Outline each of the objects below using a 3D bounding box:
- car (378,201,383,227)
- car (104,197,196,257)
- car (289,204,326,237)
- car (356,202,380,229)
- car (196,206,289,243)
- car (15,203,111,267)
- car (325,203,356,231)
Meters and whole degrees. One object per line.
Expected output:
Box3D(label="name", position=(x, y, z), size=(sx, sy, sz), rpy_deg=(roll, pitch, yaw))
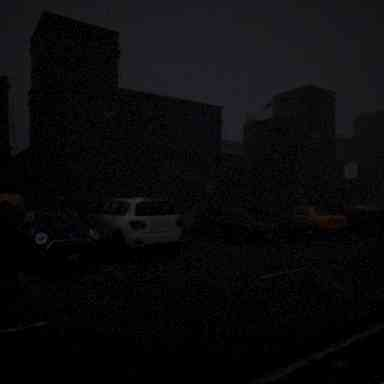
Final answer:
Box3D(label="car", position=(11.052, 1.509, 22.808), size=(2.097, 1.535, 5.008), rpy_deg=(0, 0, -35))
Box3D(label="car", position=(-2.527, 1.234, 13.344), size=(2.435, 2.045, 5.566), rpy_deg=(0, 0, -35))
Box3D(label="car", position=(4.340, 1.524, 18.074), size=(2.163, 1.488, 4.792), rpy_deg=(0, 0, -35))
Box3D(label="car", position=(8.862, 1.534, 21.306), size=(2.163, 1.488, 4.792), rpy_deg=(0, 0, -35))
Box3D(label="car", position=(2.063, 1.520, 16.483), size=(2.163, 1.488, 4.792), rpy_deg=(0, 0, -35))
Box3D(label="car", position=(-4.835, 1.359, 11.736), size=(2.185, 1.767, 4.553), rpy_deg=(0, 0, -35))
Box3D(label="car", position=(6.495, 1.496, 19.842), size=(1.946, 1.575, 5.366), rpy_deg=(0, 0, -35))
